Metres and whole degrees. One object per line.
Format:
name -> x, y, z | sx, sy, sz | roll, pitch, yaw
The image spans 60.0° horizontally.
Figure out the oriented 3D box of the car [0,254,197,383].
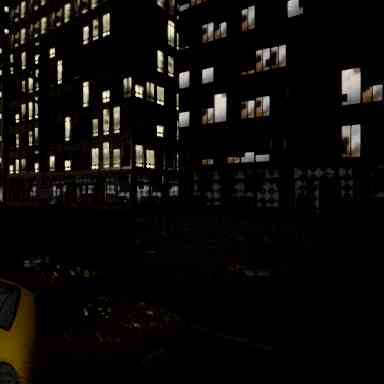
car -> -2.228, 1.525, 4.459 | 4.829, 1.417, 1.752 | 0, 0, 36
